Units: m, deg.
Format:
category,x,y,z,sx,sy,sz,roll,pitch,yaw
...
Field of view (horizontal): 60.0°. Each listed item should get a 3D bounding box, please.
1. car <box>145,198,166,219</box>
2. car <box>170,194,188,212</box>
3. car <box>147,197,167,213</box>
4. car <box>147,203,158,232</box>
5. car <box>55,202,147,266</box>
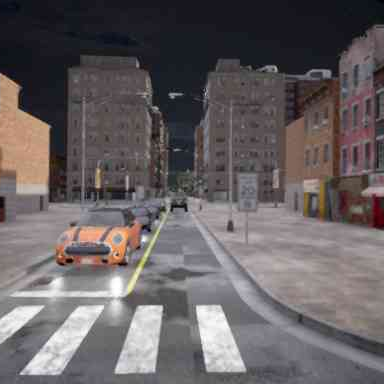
category,x,y,z,sx,sy,sz,roll,pitch,yaw
car,-3.817,1.596,30.423,2.128,1.511,4.902,1,0,-2
car,-1.672,1.402,42.634,2.150,2.045,5.566,1,0,-3
car,-4.239,1.498,40.670,2.097,1.767,4.553,1,0,-2
car,-3.385,1.627,20.573,1.994,1.385,4.181,1,0,-3
car,-3.015,1.378,11.647,2.097,1.767,4.553,1,0,-1
